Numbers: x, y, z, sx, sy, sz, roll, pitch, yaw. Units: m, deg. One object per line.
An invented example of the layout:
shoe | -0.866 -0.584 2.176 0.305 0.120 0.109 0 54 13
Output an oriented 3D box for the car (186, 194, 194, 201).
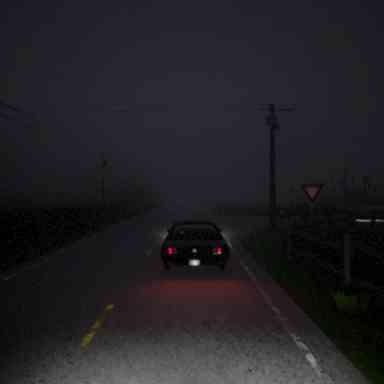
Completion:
car | -0.393 1.350 79.679 1.837 1.490 4.892 0 0 -1

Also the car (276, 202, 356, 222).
car | 8.833 1.388 23.893 5.357 1.411 2.033 -1 0 6

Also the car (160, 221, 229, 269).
car | 0.084 1.603 11.118 1.895 1.301 4.718 0 0 0

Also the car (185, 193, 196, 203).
car | -0.283 1.226 69.151 2.150 2.045 5.566 0 0 -1
